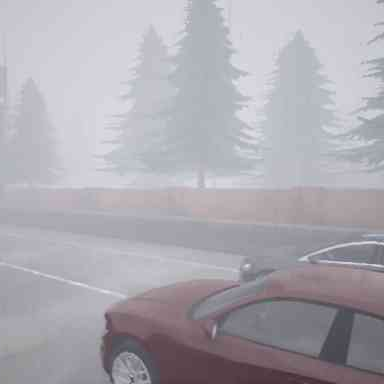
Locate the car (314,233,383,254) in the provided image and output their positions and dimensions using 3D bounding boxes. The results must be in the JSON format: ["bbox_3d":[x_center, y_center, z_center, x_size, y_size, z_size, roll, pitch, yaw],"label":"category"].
[{"bbox_3d":[3.218,1.502,6.042,4.902,1.511,2.128,0,0,35],"label":"car"}]

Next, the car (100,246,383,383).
[{"bbox_3d":[1.245,1.481,3.148,5.008,1.535,1.882,1,0,35],"label":"car"}]
